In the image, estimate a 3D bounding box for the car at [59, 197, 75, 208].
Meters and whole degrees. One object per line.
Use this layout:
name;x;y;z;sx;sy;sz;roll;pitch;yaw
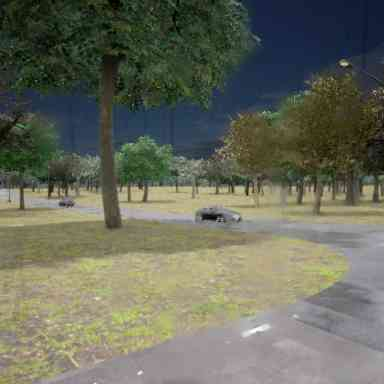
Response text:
car;-25.786;2.134;68.340;2.150;2.045;5.566;0;0;-35

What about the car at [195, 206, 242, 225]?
car;2.180;1.920;28.555;2.128;1.511;4.902;0;-1;-35
